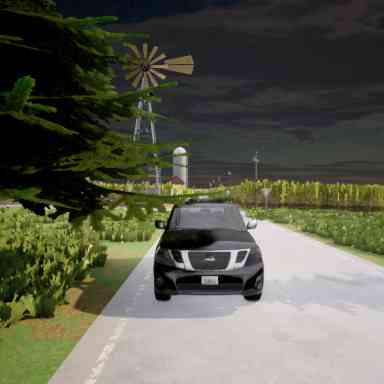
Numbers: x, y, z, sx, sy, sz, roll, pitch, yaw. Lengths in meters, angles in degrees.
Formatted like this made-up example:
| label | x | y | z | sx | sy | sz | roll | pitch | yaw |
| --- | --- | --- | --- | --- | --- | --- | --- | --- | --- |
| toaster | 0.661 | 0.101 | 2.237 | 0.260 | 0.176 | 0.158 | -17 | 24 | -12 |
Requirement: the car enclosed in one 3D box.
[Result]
| label | x | y | z | sx | sy | sz | roll | pitch | yaw |
| --- | --- | --- | --- | --- | --- | --- | --- | --- | --- |
| car | 0.334 | 1.221 | 8.691 | 2.150 | 2.045 | 5.566 | 0 | 0 | 0 |
